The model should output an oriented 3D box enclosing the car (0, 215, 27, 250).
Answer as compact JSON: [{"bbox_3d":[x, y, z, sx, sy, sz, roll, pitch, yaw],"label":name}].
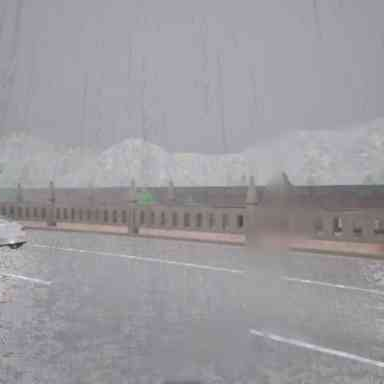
[{"bbox_3d":[-8.376,1.513,12.778,4.674,1.442,1.812,0,0,28],"label":"car"}]
